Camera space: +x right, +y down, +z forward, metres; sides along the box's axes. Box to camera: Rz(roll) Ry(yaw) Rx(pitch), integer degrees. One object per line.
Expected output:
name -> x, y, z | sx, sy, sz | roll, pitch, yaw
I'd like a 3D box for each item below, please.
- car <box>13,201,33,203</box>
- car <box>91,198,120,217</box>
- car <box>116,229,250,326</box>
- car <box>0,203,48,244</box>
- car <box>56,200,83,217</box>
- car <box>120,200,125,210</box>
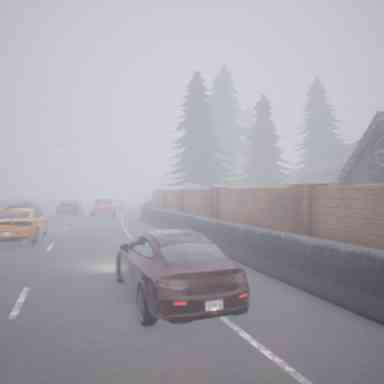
car -> -14.965, 1.566, 29.653 | 1.837, 1.490, 4.892 | 0, 0, -11
car -> -8.229, 1.388, 31.416 | 2.097, 1.767, 4.553 | 0, 0, -10
car -> -0.468, 1.527, 7.120 | 1.812, 1.442, 4.674 | 0, 0, -20
car -> -8.084, 1.511, 15.704 | 1.882, 1.535, 5.008 | 0, 0, -17
car -> -11.952, 1.541, 32.696 | 2.128, 1.511, 4.902 | 0, 0, -10
car -> -9.893, 1.644, 43.248 | 1.895, 1.301, 4.718 | 0, 0, -4
